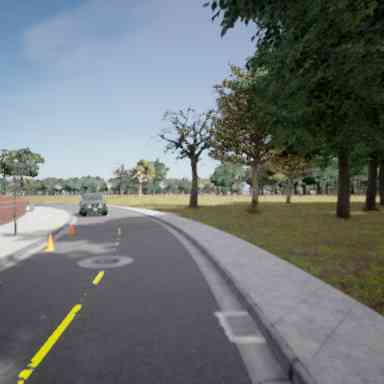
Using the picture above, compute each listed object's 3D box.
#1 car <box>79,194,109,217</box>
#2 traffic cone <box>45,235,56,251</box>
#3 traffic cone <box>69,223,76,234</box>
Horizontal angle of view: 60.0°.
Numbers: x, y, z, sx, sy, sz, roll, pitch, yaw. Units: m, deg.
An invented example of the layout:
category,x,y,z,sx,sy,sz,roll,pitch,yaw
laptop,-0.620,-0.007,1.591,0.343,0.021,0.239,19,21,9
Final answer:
category,x,y,z,sx,sy,sz,roll,pitch,yaw
car,-9.572,1.191,31.961,2.150,2.045,5.566,0,0,-22
traffic cone,-5.484,1.943,12.873,0.340,0.580,0.340,0,0,-9
traffic cone,-6.379,1.936,17.654,0.340,0.580,0.340,0,0,-12
